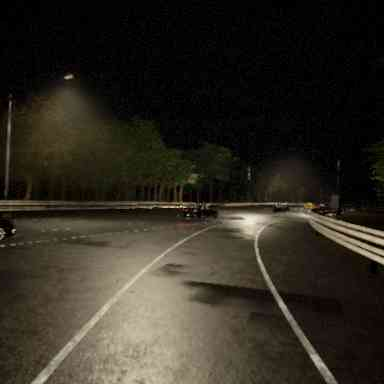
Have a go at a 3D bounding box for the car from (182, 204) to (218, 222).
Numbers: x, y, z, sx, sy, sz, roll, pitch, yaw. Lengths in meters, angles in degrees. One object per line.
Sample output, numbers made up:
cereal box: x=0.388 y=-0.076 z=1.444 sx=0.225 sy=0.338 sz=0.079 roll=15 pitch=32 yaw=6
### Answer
car: x=0.854 y=1.913 z=31.315 sx=2.128 sy=1.511 sz=4.902 roll=1 pitch=-1 yaw=29

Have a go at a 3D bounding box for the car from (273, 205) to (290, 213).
car: x=15.440 y=2.876 z=57.502 sx=2.033 sy=1.411 sz=5.357 roll=1 pitch=-1 yaw=29

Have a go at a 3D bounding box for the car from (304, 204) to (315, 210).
car: x=28.815 y=3.645 z=81.502 sx=1.882 sy=1.535 sz=5.008 roll=1 pitch=-1 yaw=29

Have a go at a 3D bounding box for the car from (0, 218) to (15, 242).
car: x=-9.428 y=1.290 z=12.861 sx=1.837 sy=1.490 sz=4.892 roll=1 pitch=-1 yaw=29
